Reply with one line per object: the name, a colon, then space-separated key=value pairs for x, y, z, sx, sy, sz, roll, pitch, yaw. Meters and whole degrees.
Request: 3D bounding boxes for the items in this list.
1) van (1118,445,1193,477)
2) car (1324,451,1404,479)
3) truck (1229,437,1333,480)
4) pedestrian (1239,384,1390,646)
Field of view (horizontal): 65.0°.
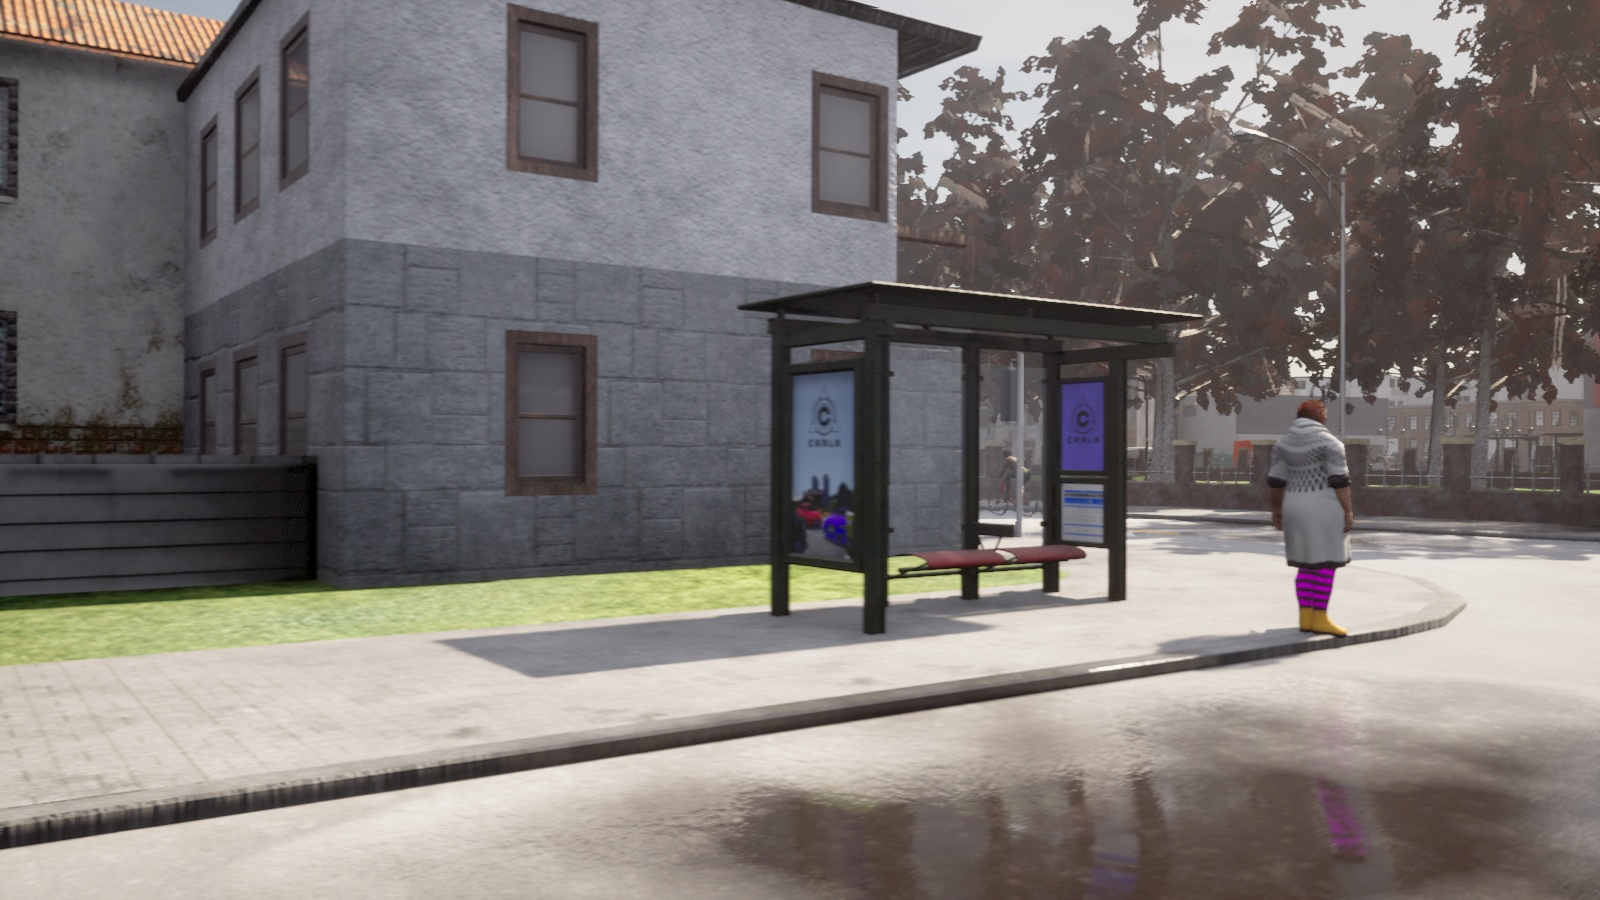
van: x=23.456 y=0.729 z=83.048 sx=2.069 sy=2.038 sz=4.480 roll=0 pitch=0 yaw=-35
car: x=33.798 y=0.868 z=75.271 sx=1.851 sy=1.617 sz=3.988 roll=0 pitch=0 yaw=-35
truck: x=28.821 y=0.488 z=75.399 sx=2.627 sy=2.467 sz=5.204 roll=0 pitch=0 yaw=-35
pedestrian: x=4.021 y=0.484 z=9.835 sx=0.873 sy=1.952 sz=0.659 roll=0 pitch=0 yaw=-21
